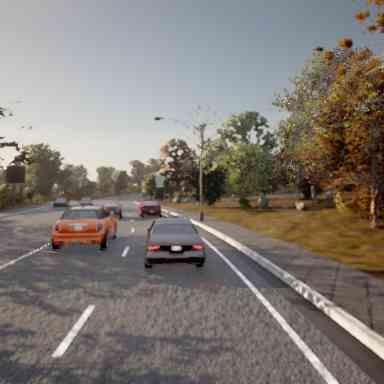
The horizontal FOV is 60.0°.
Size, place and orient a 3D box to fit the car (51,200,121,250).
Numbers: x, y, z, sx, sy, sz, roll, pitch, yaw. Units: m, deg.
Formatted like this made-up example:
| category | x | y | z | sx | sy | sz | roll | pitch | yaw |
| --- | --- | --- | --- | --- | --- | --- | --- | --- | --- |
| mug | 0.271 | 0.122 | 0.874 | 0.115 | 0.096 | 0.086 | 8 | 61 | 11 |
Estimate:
| category | x | y | z | sx | sy | sz | roll | pitch | yaw |
| --- | --- | --- | --- | --- | --- | --- | --- | --- | --- |
| car | -4.574 | 1.399 | 14.732 | 2.097 | 1.767 | 4.553 | 0 | 0 | -7 |

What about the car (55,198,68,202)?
| category | x | y | z | sx | sy | sz | roll | pitch | yaw |
| --- | --- | --- | --- | --- | --- | --- | --- | --- | --- |
| car | -19.282 | 1.625 | 49.143 | 1.882 | 1.535 | 5.008 | 0 | 0 | -15 |

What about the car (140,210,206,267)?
| category | x | y | z | sx | sy | sz | roll | pitch | yaw |
| --- | --- | --- | --- | --- | --- | --- | --- | --- | --- |
| car | -0.679 | 1.584 | 11.545 | 2.033 | 1.411 | 5.357 | 0 | 0 | -6 |

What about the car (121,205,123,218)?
| category | x | y | z | sx | sy | sz | roll | pitch | yaw |
| --- | --- | --- | --- | --- | --- | --- | --- | --- | --- |
| car | -7.426 | 1.622 | 30.951 | 1.812 | 1.442 | 4.674 | 0 | 0 | -12 |

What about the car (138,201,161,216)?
| category | x | y | z | sx | sy | sz | roll | pitch | yaw |
| --- | --- | --- | --- | --- | --- | --- | --- | --- | --- |
| car | -4.119 | 1.578 | 32.188 | 1.882 | 1.535 | 5.008 | 0 | 0 | -12 |

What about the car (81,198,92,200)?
| category | x | y | z | sx | sy | sz | roll | pitch | yaw |
| --- | --- | --- | --- | --- | --- | --- | --- | --- | --- |
| car | -15.906 | 1.656 | 50.069 | 1.837 | 1.490 | 4.892 | 0 | 0 | -15 |
